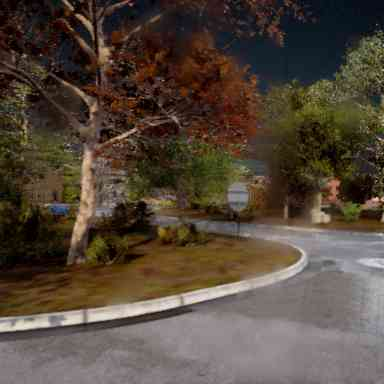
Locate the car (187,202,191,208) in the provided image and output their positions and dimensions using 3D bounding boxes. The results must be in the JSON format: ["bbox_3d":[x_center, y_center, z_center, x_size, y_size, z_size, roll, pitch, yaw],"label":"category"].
[{"bbox_3d":[-0.710,1.784,52.808,1.946,1.575,5.366,0,0,-36],"label":"car"}]

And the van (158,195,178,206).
[{"bbox_3d":[-4.801,1.578,65.054,1.878,1.987,4.442,0,0,-36],"label":"van"}]

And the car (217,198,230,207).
[{"bbox_3d":[5.977,1.588,57.864,2.435,2.045,5.566,1,-1,-36],"label":"car"}]

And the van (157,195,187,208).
[{"bbox_3d":[-3.157,1.558,51.426,1.878,1.987,4.442,0,0,-36],"label":"van"}]

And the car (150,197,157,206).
[{"bbox_3d":[-7.320,1.662,63.354,2.185,1.767,4.553,0,0,-36],"label":"car"}]
